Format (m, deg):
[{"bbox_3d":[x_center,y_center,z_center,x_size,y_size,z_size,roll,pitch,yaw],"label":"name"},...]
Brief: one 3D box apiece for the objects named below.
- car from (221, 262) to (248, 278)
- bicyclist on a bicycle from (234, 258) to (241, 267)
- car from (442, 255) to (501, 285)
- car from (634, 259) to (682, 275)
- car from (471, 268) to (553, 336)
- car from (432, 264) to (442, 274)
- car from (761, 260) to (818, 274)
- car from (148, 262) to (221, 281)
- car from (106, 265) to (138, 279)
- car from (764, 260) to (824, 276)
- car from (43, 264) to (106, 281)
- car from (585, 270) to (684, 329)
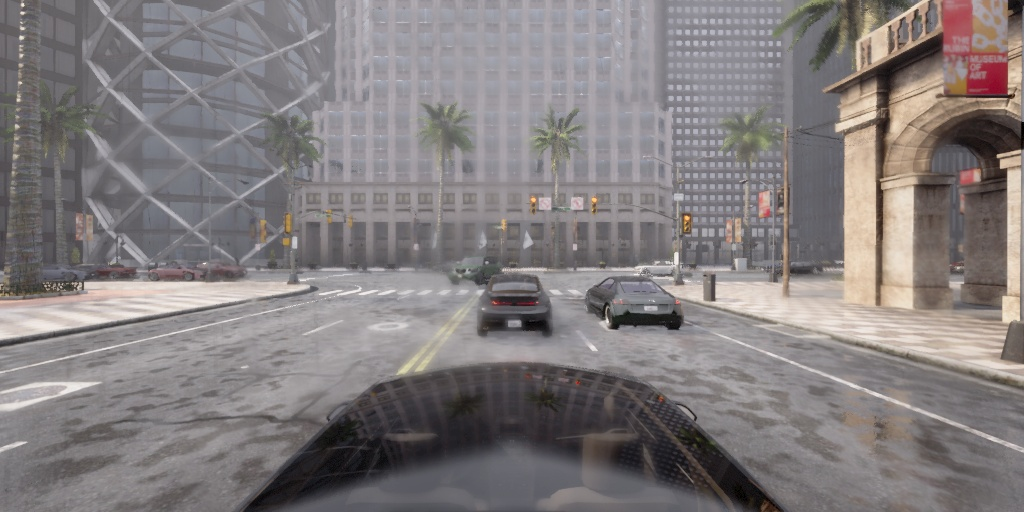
[{"bbox_3d":[-26.958,1.276,32.928,4.674,1.442,1.812,0,0,-4],"label":"car"},{"bbox_3d":[-35.756,1.050,46.654,0.582,1.620,1.656,0,0,-12],"label":"bicyclist on a bicycle"},{"bbox_3d":[-2.502,0.971,25.809,2.150,2.045,5.566,-1,0,18],"label":"car"},{"bbox_3d":[14.983,1.275,36.855,4.674,1.442,1.812,0,0,0],"label":"car"},{"bbox_3d":[0.076,1.255,10.349,1.837,1.490,4.892,0,0,0],"label":"car"},{"bbox_3d":[-6.530,1.241,40.417,4.902,1.511,2.128,0,0,0],"label":"car"},{"bbox_3d":[31.110,1.227,40.308,5.008,1.535,1.882,0,0,0],"label":"car"},{"bbox_3d":[-27.017,1.314,29.430,4.181,1.385,1.994,0,0,-4],"label":"car"},{"bbox_3d":[-36.115,1.351,31.268,4.718,1.301,1.895,0,0,-20],"label":"car"},{"bbox_3d":[29.000,1.227,36.815,5.008,1.535,1.882,0,0,0],"label":"car"},{"bbox_3d":[-35.243,1.314,27.821,4.181,1.385,1.994,0,0,-22],"label":"car"},{"bbox_3d":[3.580,1.314,11.216,1.994,1.385,4.181,0,0,0],"label":"car"}]
